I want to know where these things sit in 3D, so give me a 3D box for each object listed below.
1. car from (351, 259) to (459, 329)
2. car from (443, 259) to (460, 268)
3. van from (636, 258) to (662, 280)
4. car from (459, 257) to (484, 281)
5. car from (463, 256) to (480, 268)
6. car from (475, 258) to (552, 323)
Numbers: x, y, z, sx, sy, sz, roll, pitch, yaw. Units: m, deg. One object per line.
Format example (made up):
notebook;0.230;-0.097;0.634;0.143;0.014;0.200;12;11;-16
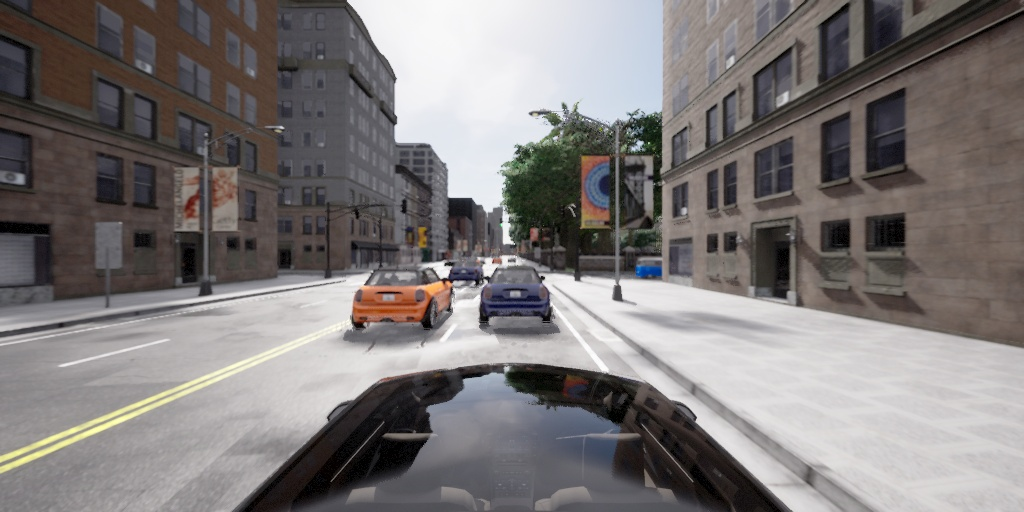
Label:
car;-3.151;1.076;11.270;2.097;1.767;4.553;0;0;0
car;-9.811;1.180;58.268;1.895;1.301;4.718;0;0;1
van;12.153;1.082;29.190;3.998;1.789;1.690;0;0;1
car;-3.157;1.038;25.487;2.097;1.767;4.553;0;0;0
car;-6.566;0.930;58.574;2.097;1.767;4.553;0;0;1
car;0.097;1.076;12.182;2.097;1.767;4.553;0;0;0
